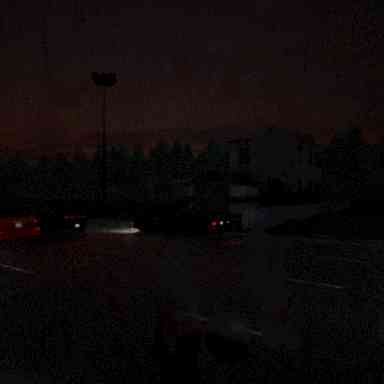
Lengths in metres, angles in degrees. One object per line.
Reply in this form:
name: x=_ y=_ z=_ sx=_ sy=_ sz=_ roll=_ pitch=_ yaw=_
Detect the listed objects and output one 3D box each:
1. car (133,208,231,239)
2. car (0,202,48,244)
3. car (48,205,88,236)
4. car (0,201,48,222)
car: x=-0.635 y=1.532 z=17.346 sx=5.357 sy=1.411 sz=2.033 roll=0 pitch=0 yaw=36
car: x=-8.614 y=1.330 z=14.439 sx=4.553 sy=1.767 sz=2.097 roll=0 pitch=0 yaw=36
car: x=-7.737 y=1.468 z=18.116 sx=4.902 sy=1.511 sz=2.128 roll=0 pitch=0 yaw=36
car: x=-14.100 y=1.509 z=26.957 sx=5.357 sy=1.411 sz=2.033 roll=0 pitch=0 yaw=36
